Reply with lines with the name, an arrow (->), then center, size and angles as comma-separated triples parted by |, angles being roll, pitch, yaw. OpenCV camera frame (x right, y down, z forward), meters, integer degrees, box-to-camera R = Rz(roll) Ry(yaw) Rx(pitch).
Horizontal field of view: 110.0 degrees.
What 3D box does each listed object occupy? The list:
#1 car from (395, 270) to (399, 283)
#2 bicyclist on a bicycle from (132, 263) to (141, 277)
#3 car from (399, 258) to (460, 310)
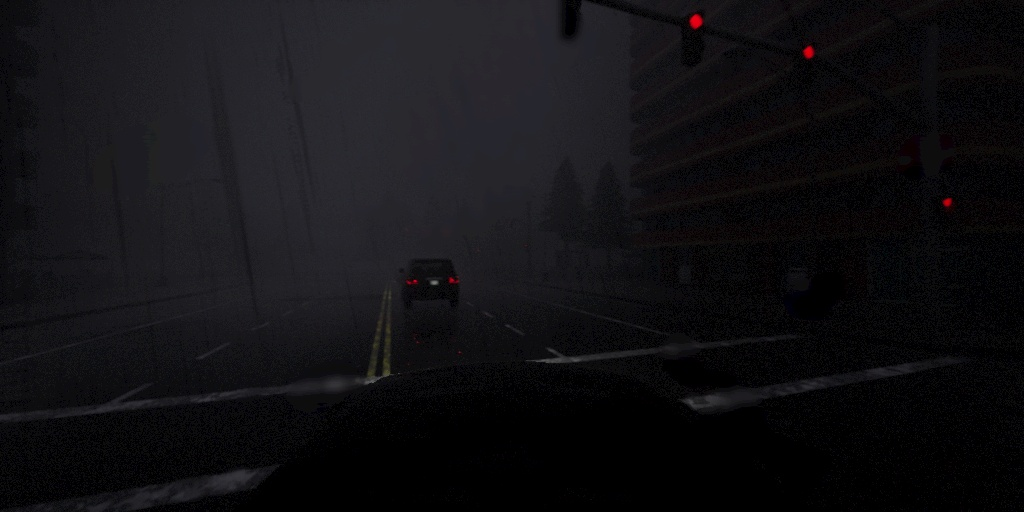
car -> -8.686, 1.626, 30.462 | 1.994, 1.385, 4.181 | 0, 0, -21
bicyclist on a bicycle -> -43.819, 1.616, 41.851 | 0.582, 1.620, 1.656 | 0, 0, -19
car -> -3.775, 1.119, 16.061 | 2.150, 2.045, 5.566 | 0, 0, -19
